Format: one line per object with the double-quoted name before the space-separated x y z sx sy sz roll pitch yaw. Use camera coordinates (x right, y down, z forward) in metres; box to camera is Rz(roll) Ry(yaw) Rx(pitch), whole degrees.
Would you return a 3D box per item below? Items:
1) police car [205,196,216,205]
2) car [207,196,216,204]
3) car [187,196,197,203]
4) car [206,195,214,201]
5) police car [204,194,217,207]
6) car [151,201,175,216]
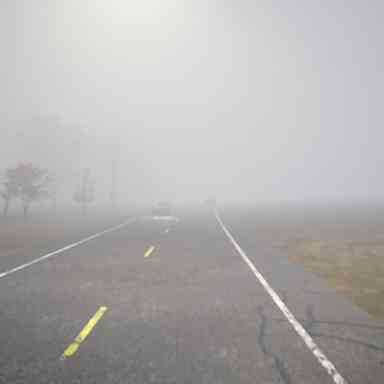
"police car" 3.694 1.568 64.975 1.930 1.638 5.238 0 0 5
"car" 4.198 1.609 71.014 1.801 1.575 5.366 0 0 5
"car" -0.044 1.627 74.653 1.812 1.442 4.674 0 0 5
"car" 4.881 1.497 89.190 1.837 1.490 4.892 0 0 7
"police car" 2.961 1.549 55.036 1.930 1.638 5.238 0 0 4
"car" -2.856 1.643 33.274 1.994 1.385 4.181 0 0 3
